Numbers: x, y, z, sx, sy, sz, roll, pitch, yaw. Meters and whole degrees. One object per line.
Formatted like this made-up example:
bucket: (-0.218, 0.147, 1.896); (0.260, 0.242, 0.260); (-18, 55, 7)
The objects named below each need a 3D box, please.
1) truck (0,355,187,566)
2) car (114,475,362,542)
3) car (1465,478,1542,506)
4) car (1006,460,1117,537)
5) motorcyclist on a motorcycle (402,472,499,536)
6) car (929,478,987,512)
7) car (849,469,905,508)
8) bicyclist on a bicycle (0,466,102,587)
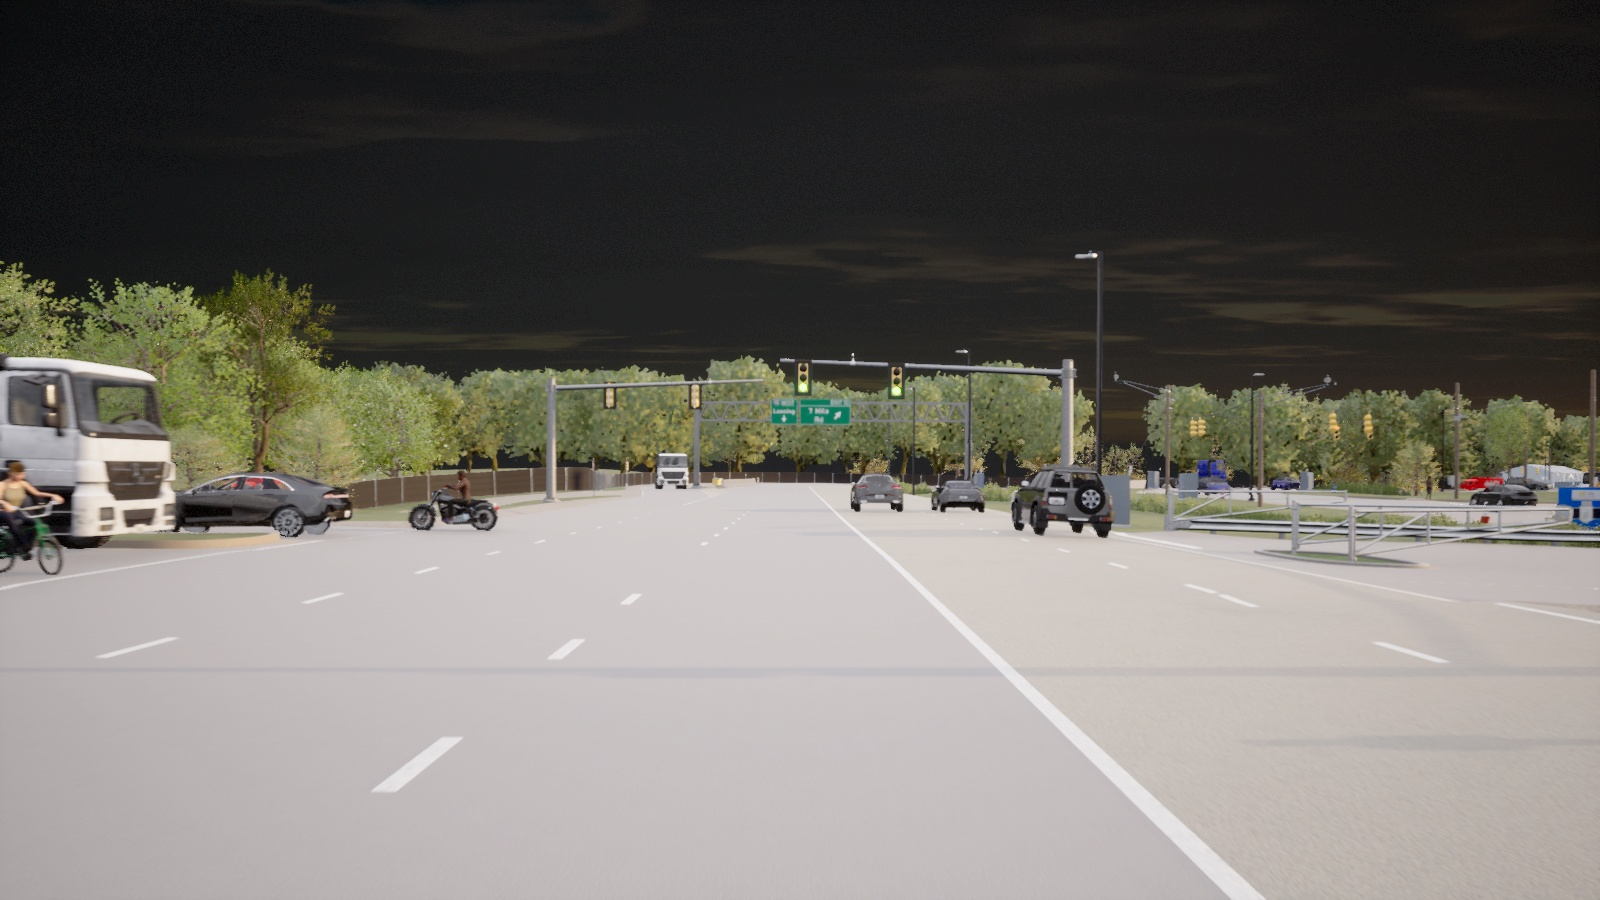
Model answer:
truck: (-15.447, 0.188, 22.021); (7.936, 3.462, 2.891); (0, -1, 0)
car: (-13.183, 1.352, 29.692); (4.902, 1.511, 2.128); (0, -1, 0)
car: (41.543, 2.451, 74.264); (1.837, 1.490, 4.892); (0, -1, 0)
car: (6.939, 1.280, 33.765); (1.932, 1.855, 4.605); (2, -1, 0)
motorcyclist on a motorcycle: (-9.218, 1.423, 33.206); (2.350, 1.649, 0.766); (0, -1, -1)
car: (6.870, 1.938, 54.876); (1.994, 1.385, 4.181); (0, -1, 0)
car: (3.367, 1.680, 55.564); (2.152, 1.651, 5.027); (0, -1, 0)
bicyclist on a bicycle: (-11.008, 1.068, 18.048); (1.509, 1.612, 0.866); (0, 3, 21)
